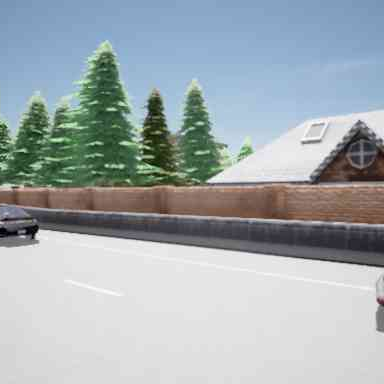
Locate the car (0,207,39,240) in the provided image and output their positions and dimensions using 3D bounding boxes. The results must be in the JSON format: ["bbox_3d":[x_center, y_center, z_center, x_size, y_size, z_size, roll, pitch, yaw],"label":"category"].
[{"bbox_3d":[-8.918,1.447,15.400,4.902,1.511,2.128,0,0,40],"label":"car"}]

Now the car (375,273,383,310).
[{"bbox_3d":[5.287,1.541,4.702,4.718,1.301,1.895,0,0,33],"label":"car"}]
